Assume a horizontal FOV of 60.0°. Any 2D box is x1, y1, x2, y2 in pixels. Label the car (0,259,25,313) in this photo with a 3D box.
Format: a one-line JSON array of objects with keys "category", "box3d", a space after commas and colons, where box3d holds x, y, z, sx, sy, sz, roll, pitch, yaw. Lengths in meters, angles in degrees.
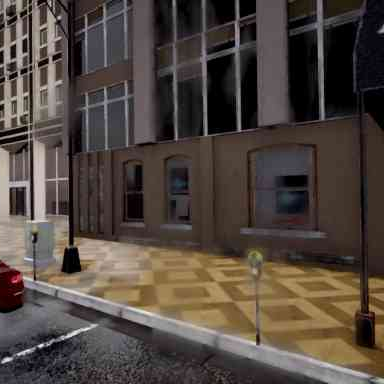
[{"category": "car", "box3d": [-4.803, 1.584, 6.322, 4.206, 1.307, 1.802, 0, -1, 36]}]
